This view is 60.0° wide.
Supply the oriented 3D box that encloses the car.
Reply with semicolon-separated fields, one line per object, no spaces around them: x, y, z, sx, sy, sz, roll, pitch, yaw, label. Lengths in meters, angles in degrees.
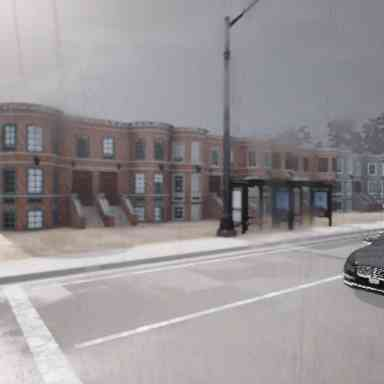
5.568;1.507;7.967;4.892;1.490;1.837;0;0;-36;car
